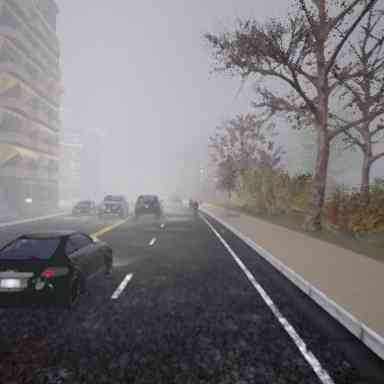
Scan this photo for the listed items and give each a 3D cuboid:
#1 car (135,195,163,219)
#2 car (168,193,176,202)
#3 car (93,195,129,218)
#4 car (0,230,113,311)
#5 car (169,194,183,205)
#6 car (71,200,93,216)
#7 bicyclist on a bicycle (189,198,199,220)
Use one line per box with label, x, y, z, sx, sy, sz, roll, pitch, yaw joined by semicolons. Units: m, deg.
car;-3.856;1.274;30.112;2.150;2.045;5.566;0;0;-3
car;-4.284;1.333;76.277;2.150;2.045;5.566;0;0;-7
car;-7.372;1.284;31.628;2.150;2.045;5.566;0;-1;-3
car;-3.225;1.581;7.877;1.994;1.385;4.181;0;0;-1
car;-2.723;1.594;61.055;1.837;1.490;4.892;0;0;-5
car;-10.722;1.574;33.585;1.837;1.490;4.892;0;-1;-3
bicyclist on a bicycle;0.318;1.495;27.144;0.582;1.620;1.656;0;0;-2
